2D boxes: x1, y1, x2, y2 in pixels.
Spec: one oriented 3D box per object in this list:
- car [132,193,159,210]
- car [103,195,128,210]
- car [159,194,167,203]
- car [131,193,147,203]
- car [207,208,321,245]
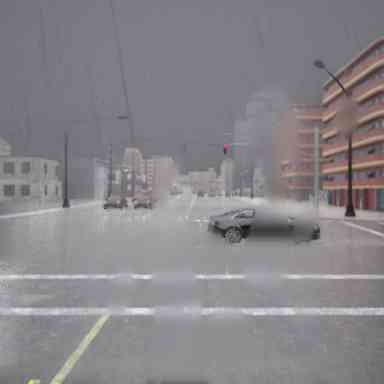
[{"bbox_3d":[-5.681,1.147,40.087,2.097,1.767,4.553,0,1,1],"label":"car"},{"bbox_3d":[-9.180,1.150,40.094,2.097,1.767,4.553,0,1,1],"label":"car"},{"bbox_3d":[-5.351,1.048,56.035,1.812,1.442,4.674,0,1,1],"label":"car"},{"bbox_3d":[-8.848,1.027,56.104,1.837,1.490,4.892,0,1,1],"label":"car"},{"bbox_3d":[3.103,1.466,14.720,4.902,1.511,2.128,0,0,0],"label":"car"}]
